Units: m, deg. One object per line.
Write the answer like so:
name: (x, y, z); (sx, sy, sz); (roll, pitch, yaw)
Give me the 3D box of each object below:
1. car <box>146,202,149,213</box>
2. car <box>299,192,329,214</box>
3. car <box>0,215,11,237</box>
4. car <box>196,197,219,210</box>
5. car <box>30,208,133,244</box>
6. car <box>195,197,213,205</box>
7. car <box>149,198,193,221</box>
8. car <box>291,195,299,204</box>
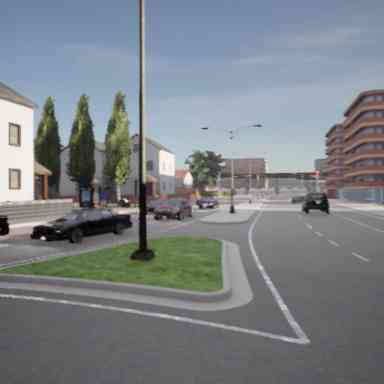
car: (-3.403, 1.473, 33.025); (2.033, 1.411, 5.357); (0, 0, 14)
car: (12.366, 1.081, 33.522); (2.150, 2.045, 5.566); (0, 0, 13)
car: (-10.214, 1.482, 13.753); (1.882, 1.535, 5.008); (0, 0, 29)
car: (2.073, 1.374, 40.577); (2.128, 1.511, 4.902); (0, 0, 14)
car: (-5.059, 1.524, 16.225); (2.033, 1.411, 5.357); (0, 0, 25)
car: (1.980, 1.449, 54.488); (1.895, 1.301, 4.718); (0, 0, 14)
car: (-1.437, 1.287, 26.622); (2.097, 1.767, 4.553); (0, 0, 15)
car: (18.666, 1.259, 58.946); (2.128, 1.511, 4.902); (0, 0, 14)
